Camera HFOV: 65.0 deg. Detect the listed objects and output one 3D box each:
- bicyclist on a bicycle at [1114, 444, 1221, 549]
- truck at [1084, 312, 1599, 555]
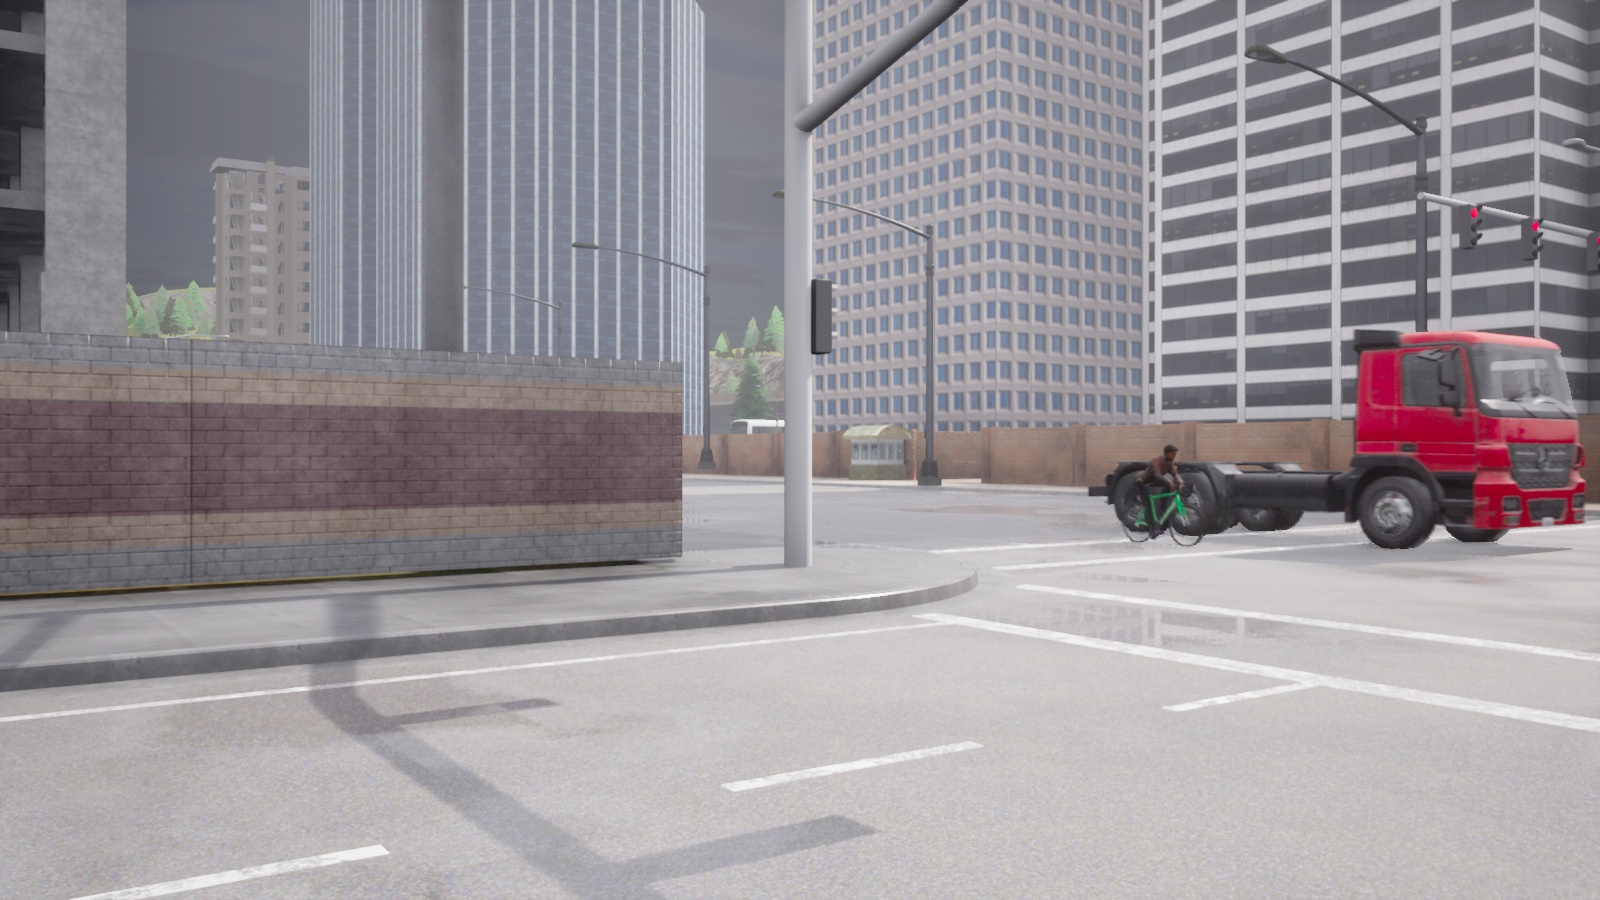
[{"bbox_3d":[5.906,0.719,20.244,0.582,1.620,1.656,0,0,-35],"label":"bicyclist on a bicycle"},{"bbox_3d":[8.966,-0.221,21.970,2.891,3.462,7.936,0,0,-35],"label":"truck"}]
